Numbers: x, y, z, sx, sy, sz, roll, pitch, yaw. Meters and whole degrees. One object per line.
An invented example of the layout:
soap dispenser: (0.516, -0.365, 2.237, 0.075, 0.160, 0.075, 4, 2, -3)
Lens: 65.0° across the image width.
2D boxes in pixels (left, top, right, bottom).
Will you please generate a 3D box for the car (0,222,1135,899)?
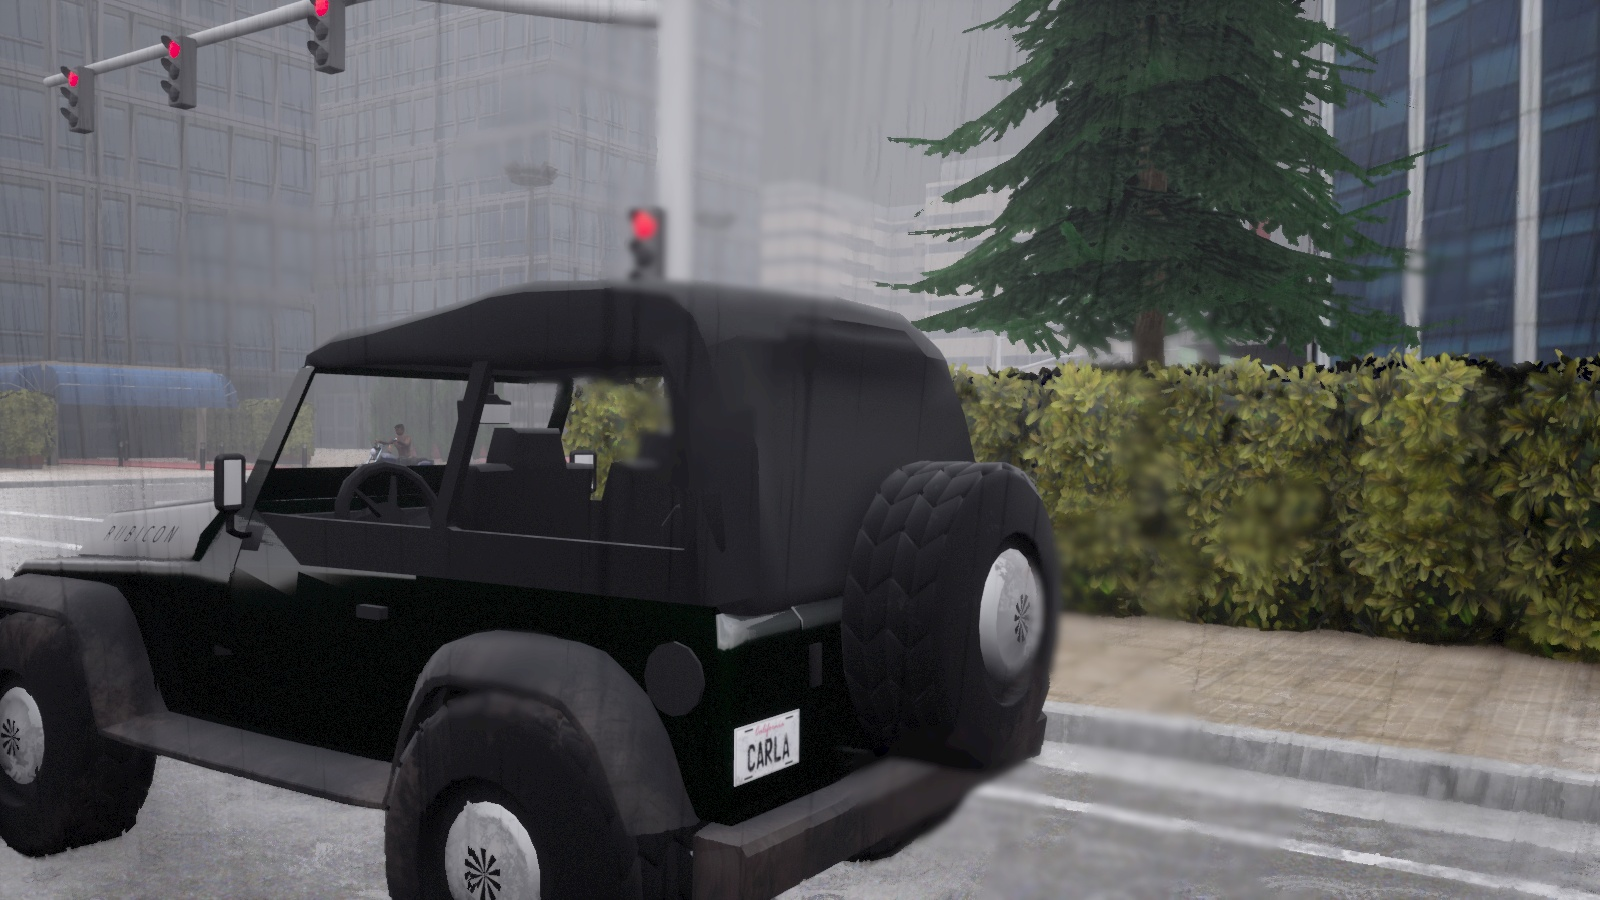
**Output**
car: (-1.061, 0.478, 4.325, 3.866, 1.878, 1.905, 0, 1, 34)
